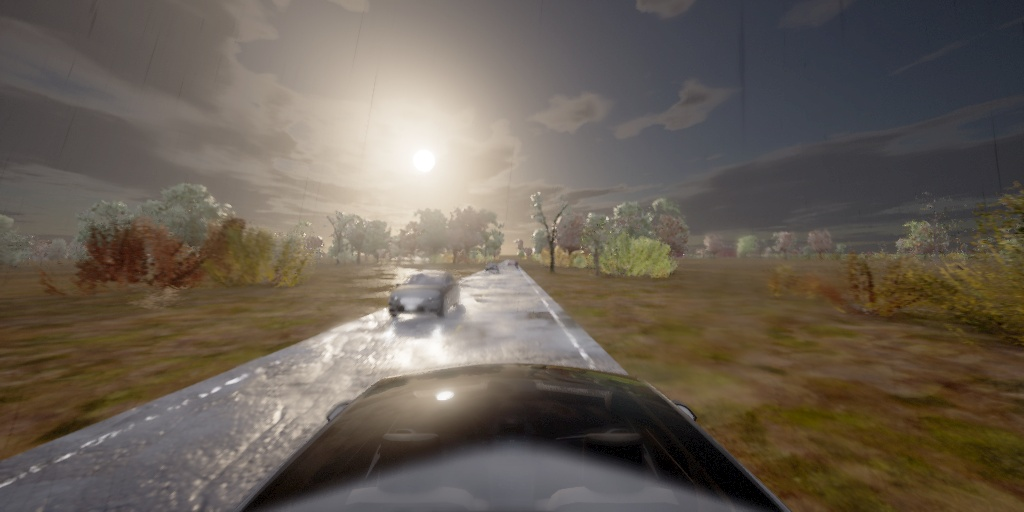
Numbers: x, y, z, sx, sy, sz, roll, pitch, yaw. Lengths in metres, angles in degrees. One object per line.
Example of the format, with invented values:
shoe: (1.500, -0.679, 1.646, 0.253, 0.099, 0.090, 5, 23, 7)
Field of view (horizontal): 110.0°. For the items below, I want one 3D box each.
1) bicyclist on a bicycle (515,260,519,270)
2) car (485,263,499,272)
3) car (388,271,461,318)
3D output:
bicyclist on a bicycle: (0.812, 1.552, 59.344, 0.659, 1.776, 1.843, 0, 0, 0)
car: (-3.058, 1.720, 55.666, 1.994, 1.385, 4.181, 0, 0, 1)
car: (-3.103, 1.335, 13.481, 2.128, 1.511, 4.902, 0, 0, 0)
